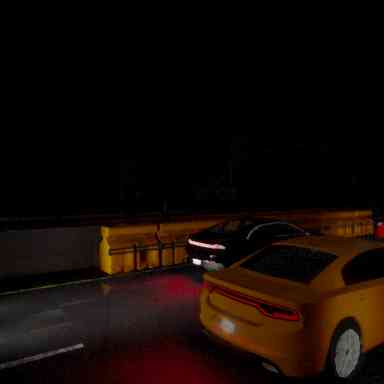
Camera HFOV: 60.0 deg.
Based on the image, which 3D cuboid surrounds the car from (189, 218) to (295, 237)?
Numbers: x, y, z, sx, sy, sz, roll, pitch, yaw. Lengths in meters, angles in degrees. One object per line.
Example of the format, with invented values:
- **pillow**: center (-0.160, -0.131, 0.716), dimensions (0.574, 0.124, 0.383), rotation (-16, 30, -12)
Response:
- **car**: center (2.084, 1.490, 9.534), dimensions (4.902, 1.511, 2.128), rotation (0, 0, -36)

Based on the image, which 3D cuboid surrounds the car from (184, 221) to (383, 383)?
- **car**: center (2.442, 1.477, 5.491), dimensions (5.008, 1.535, 1.882), rotation (0, 0, -36)
